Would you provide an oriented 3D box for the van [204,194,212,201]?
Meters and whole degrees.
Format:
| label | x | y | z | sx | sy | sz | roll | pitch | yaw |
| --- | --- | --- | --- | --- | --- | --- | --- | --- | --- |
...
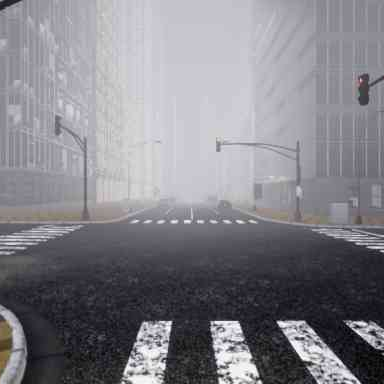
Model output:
| label | x | y | z | sx | sy | sz | roll | pitch | yaw |
| --- | --- | --- | --- | --- | --- | --- | --- | --- | --- |
| van | 3.775 | 1.320 | 80.476 | 1.690 | 1.788 | 3.998 | 0 | 0 | 0 |

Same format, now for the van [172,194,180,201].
| label | x | y | z | sx | sy | sz | roll | pitch | yaw |
| --- | --- | --- | --- | --- | --- | --- | --- | --- | --- |
| van | -4.124 | 1.314 | 85.976 | 1.690 | 1.788 | 3.998 | 0 | 0 | 0 |

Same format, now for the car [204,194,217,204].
| label | x | y | z | sx | sy | sz | roll | pitch | yaw |
| --- | --- | --- | --- | --- | --- | --- | --- | --- | --- |
| car | 3.833 | 1.312 | 63.892 | 2.192 | 1.841 | 5.009 | 0 | 0 | 0 |

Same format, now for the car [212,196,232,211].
| label | x | y | z | sx | sy | sz | roll | pitch | yaw |
| --- | --- | --- | --- | --- | --- | --- | --- | --- | --- |
| car | 3.959 | 1.579 | 41.784 | 1.947 | 1.339 | 4.313 | 0 | 0 | 0 |

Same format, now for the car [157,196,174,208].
| label | x | y | z | sx | sy | sz | roll | pitch | yaw |
| --- | --- | --- | --- | --- | --- | --- | --- | --- | --- |
| car | -3.990 | 1.592 | 47.283 | 1.802 | 1.307 | 4.206 | 0 | 0 | 0 |

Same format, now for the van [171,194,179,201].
| label | x | y | z | sx | sy | sz | roll | pitch | yaw |
| --- | --- | --- | --- | --- | --- | --- | --- | --- | --- |
| van | -4.105 | 1.321 | 80.448 | 1.690 | 1.788 | 3.998 | 0 | 0 | 0 |

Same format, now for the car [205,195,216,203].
| label | x | y | z | sx | sy | sz | roll | pitch | yaw |
| --- | --- | --- | --- | --- | --- | --- | --- | --- | --- |
| car | 3.814 | 1.432 | 69.421 | 1.967 | 1.590 | 4.097 | 0 | 0 | 0 |

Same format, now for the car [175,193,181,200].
| label | x | y | z | sx | sy | sz | roll | pitch | yaw |
| --- | --- | --- | --- | --- | --- | --- | --- | --- | --- |
| car | -4.086 | 1.426 | 74.921 | 1.967 | 1.590 | 4.097 | 0 | 0 | 0 |

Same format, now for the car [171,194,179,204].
| label | x | y | z | sx | sy | sz | roll | pitch | yaw |
| --- | --- | --- | --- | --- | --- | --- | --- | --- | --- |
| car | -4.047 | 1.563 | 63.866 | 1.947 | 1.339 | 4.313 | 0 | 0 | 0 |
